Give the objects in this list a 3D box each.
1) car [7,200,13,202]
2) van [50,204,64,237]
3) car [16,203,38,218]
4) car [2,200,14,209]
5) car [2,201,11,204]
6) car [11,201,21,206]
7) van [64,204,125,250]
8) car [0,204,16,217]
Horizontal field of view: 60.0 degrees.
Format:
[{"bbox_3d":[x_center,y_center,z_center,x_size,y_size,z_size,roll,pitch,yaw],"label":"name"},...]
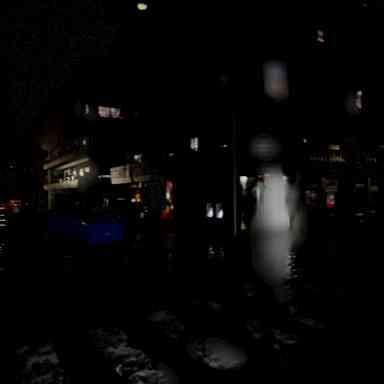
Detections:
[{"bbox_3d":[-31.040,2.462,58.326,2.192,1.841,5.009,-2,0,-32],"label":"car"},{"bbox_3d":[-7.462,1.664,20.220,1.690,1.788,3.998,-2,0,-32],"label":"van"},{"bbox_3d":[-19.242,2.316,39.273,1.802,1.307,4.206,-2,0,-32],"label":"car"},{"bbox_3d":[-42.827,2.876,77.378,2.192,1.841,5.009,-2,0,-32],"label":"car"},{"bbox_3d":[-28.127,2.512,48.721,1.837,1.490,4.892,-1,-1,-32],"label":"car"},{"bbox_3d":[-25.228,2.469,48.944,1.752,1.417,4.829,-2,0,-32],"label":"car"},{"bbox_3d":[-4.515,1.561,15.456,1.690,1.788,3.998,-2,0,-32],"label":"van"},{"bbox_3d":[-22.827,2.423,40.167,1.895,1.301,4.718,-1,-1,-32],"label":"car"}]
